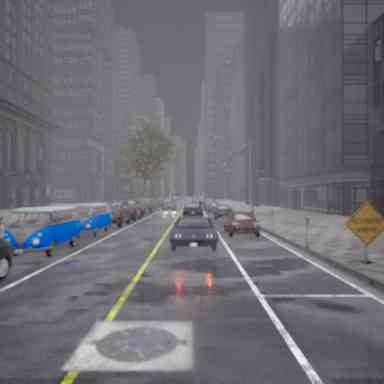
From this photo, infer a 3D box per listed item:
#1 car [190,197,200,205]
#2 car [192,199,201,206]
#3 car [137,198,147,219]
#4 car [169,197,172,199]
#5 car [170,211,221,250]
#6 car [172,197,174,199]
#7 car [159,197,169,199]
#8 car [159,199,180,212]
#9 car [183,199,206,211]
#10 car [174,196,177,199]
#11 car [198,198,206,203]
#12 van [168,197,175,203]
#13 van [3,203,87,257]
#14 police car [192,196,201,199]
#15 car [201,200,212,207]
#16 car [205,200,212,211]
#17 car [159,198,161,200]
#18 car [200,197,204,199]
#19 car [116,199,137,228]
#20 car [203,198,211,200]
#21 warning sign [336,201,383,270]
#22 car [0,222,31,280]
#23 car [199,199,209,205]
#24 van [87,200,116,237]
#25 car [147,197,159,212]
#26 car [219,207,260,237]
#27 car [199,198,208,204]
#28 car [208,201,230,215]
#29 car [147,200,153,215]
[{"bbox_3d":[0.727,2.052,75.621,2.097,1.767,4.553,0,-1,0],"label":"car"},{"bbox_3d":[0.897,2.173,69.658,1.812,1.442,4.674,0,-1,0],"label":"car"},{"bbox_3d":[-5.765,1.591,30.211,2.192,1.841,5.009,0,-1,0],"label":"car"},{"bbox_3d":[-5.766,2.173,69.779,1.752,1.417,4.829,0,-1,0],"label":"car"},{"bbox_3d":[0.082,1.737,14.921,1.895,1.301,4.718,0,-1,0],"label":"car"},{"bbox_3d":[-5.767,2.287,75.626,1.802,1.307,4.206,0,-1,0],"label":"car"},{"bbox_3d":[-5.766,1.855,58.596,2.192,1.841,5.009,0,-1,0],"label":"car"},{"bbox_3d":[-3.089,1.990,46.492,1.994,1.385,4.181,0,-1,0],"label":"car"},{"bbox_3d":[0.088,1.780,33.126,1.882,1.535,5.008,0,-1,0],"label":"car"},{"bbox_3d":[-5.768,2.130,86.982,2.192,1.841,5.009,0,-1,0],"label":"car"},{"bbox_3d":[2.758,2.422,92.667,2.008,1.369,4.403,0,-1,0],"label":"car"},{"bbox_3d":[-5.768,2.212,92.660,1.690,1.788,3.998,0,-1,0],"label":"van"},{"bbox_3d":[-5.764,1.462,13.179,1.690,1.788,3.998,0,-1,0],"label":"van"},{"bbox_3d":[0.898,1.977,59.769,1.930,1.638,5.238,0,-1,0],"label":"police car"},{"bbox_3d":[2.759,2.161,64.280,1.947,1.339,4.313,0,-1,0],"label":"car"},{"bbox_3d":[2.760,1.962,41.570,1.802,1.307,4.206,0,-1,0],"label":"car"},{"bbox_3d":[-5.765,1.984,47.240,2.008,1.369,4.403,0,-1,0],"label":"car"},{"bbox_3d":[2.759,1.980,58.604,1.967,1.590,4.097,0,-1,0],"label":"car"},{"bbox_3d":[-5.764,1.539,24.534,2.192,1.841,5.009,0,-1,0],"label":"car"},{"bbox_3d":[2.760,1.960,47.418,1.752,1.417,4.829,0,-1,0],"label":"car"},{"bbox_3d":[5.068,1.204,9.663,1.300,1.860,1.060,0,0,0],"label":"warning sign"},{"bbox_3d":[-5.763,1.620,7.500,2.008,1.369,4.403,0,-1,0],"label":"car"},{"bbox_3d":[2.758,2.255,75.634,2.008,1.369,4.403,0,-1,0],"label":"car"},{"bbox_3d":[-5.764,1.513,18.856,1.690,1.788,3.998,0,-1,0],"label":"van"},{"bbox_3d":[-5.765,1.695,41.565,2.192,1.841,5.009,0,-1,0],"label":"car"},{"bbox_3d":[2.761,1.754,18.861,1.802,1.307,4.206,0,-1,0],"label":"car"},{"bbox_3d":[2.758,2.200,81.313,1.967,1.590,4.097,0,-1,0],"label":"car"},{"bbox_3d":[2.761,1.827,30.216,2.008,1.369,4.403,0,-1,0],"label":"car"},{"bbox_3d":[-5.764,1.894,35.886,1.947,1.339,4.313,0,-1,0],"label":"car"}]
